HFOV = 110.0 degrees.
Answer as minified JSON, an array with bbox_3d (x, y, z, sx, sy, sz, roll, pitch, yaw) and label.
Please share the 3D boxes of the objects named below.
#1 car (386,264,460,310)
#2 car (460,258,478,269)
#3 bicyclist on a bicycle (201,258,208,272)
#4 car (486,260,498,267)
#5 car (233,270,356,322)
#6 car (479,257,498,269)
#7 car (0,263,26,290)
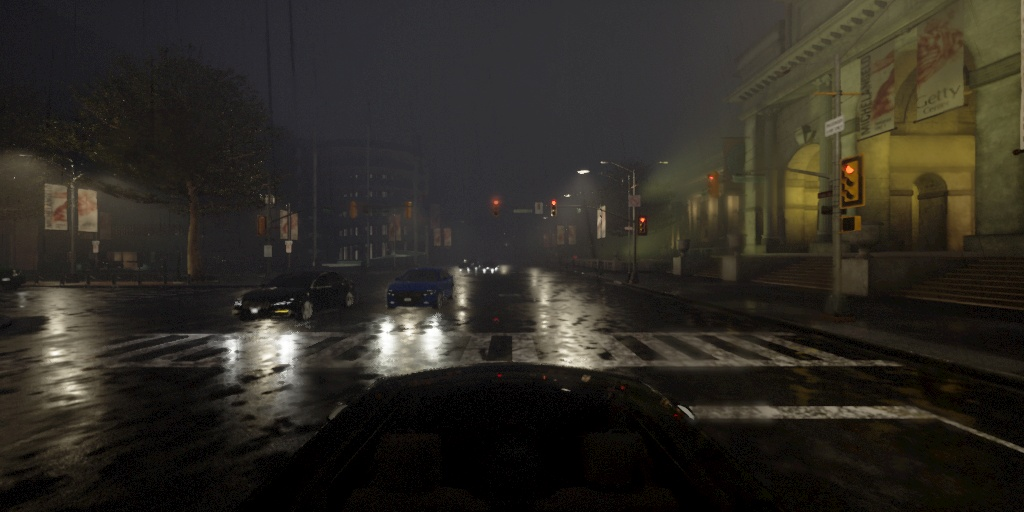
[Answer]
[{"bbox_3d":[-3.591,1.224,14.848,1.882,1.535,5.008,0,0,0],"label":"car"},{"bbox_3d":[-7.063,1.285,56.129,2.033,1.411,5.357,0,0,0],"label":"car"},{"bbox_3d":[-34.206,1.042,39.560,0.582,1.620,1.656,0,0,0],"label":"bicyclist on a bicycle"},{"bbox_3d":[-3.538,1.336,64.984,1.895,1.301,4.718,0,0,0],"label":"car"},{"bbox_3d":[-7.091,1.252,12.307,1.837,1.490,4.892,0,0,0],"label":"car"},{"bbox_3d":[-3.572,1.301,56.223,1.994,1.385,4.181,0,0,0],"label":"car"},{"bbox_3d":[-31.104,0.967,20.093,5.566,2.045,2.150,0,0,0],"label":"car"}]
